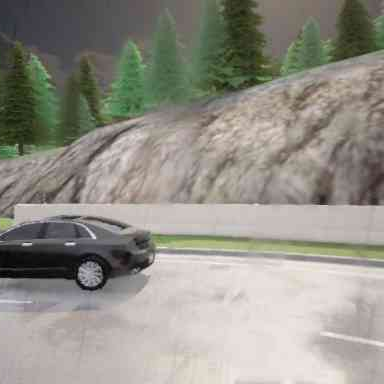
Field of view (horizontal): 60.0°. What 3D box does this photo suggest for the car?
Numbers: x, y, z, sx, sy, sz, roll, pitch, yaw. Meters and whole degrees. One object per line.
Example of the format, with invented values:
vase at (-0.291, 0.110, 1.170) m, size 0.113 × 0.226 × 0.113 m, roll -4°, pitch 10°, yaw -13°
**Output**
car at (-3.334, 1.322, 7.987) m, size 4.892 × 1.490 × 1.837 m, roll -1°, pitch 1°, yaw 9°
